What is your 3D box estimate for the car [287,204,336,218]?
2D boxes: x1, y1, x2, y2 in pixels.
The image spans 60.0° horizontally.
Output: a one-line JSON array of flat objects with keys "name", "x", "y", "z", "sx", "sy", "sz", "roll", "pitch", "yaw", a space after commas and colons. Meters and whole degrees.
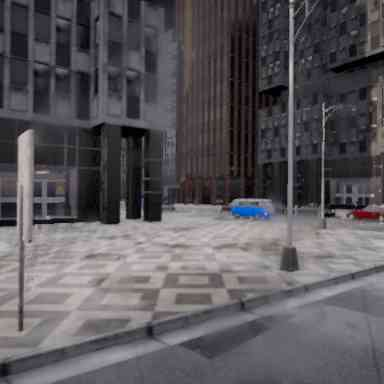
[{"name": "car", "x": 12.031, "y": 1.824, "z": 32.859, "sx": 1.947, "sy": 1.339, "sz": 4.313, "roll": 0, "pitch": -1, "yaw": -35}]

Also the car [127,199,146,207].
[{"name": "car", "x": -10.894, "y": 2.075, "z": 65.075, "sx": 2.008, "sy": 1.369, "sz": 4.403, "roll": 0, "pitch": -1, "yaw": -35}]

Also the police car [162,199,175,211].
[{"name": "police car", "x": -4.097, "y": 1.825, "z": 45.431, "sx": 2.038, "sy": 1.542, "sz": 4.974, "roll": 1, "pitch": -1, "yaw": -35}]

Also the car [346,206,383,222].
[{"name": "car", "x": 15.306, "y": 1.800, "z": 28.256, "sx": 1.802, "sy": 1.307, "sz": 4.206, "roll": 0, "pitch": -1, "yaw": -35}]

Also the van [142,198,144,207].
[{"name": "van", "x": -7.619, "y": 1.828, "z": 60.474, "sx": 1.690, "sy": 1.788, "sz": 3.998, "roll": 0, "pitch": -1, "yaw": -35}]

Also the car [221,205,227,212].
[{"name": "car", "x": 5.481, "y": 1.918, "z": 42.063, "sx": 1.802, "sy": 1.307, "sz": 4.206, "roll": 0, "pitch": -1, "yaw": -35}]

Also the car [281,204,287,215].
[{"name": "car", "x": 8.756, "y": 1.848, "z": 37.461, "sx": 2.008, "sy": 1.369, "sz": 4.403, "roll": 0, "pitch": -1, "yaw": -35}]

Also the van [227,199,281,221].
[{"name": "van", "x": 5.091, "y": 1.495, "z": 27.911, "sx": 1.690, "sy": 1.788, "sz": 3.998, "roll": 0, "pitch": -1, "yaw": -35}]
